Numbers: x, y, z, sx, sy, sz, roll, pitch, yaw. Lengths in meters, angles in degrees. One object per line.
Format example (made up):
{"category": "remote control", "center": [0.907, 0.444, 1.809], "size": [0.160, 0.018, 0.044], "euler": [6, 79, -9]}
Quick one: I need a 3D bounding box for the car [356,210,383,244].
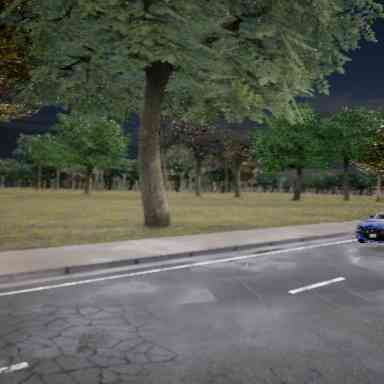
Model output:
{"category": "car", "center": [9.034, 1.426, 14.318], "size": [5.008, 1.535, 1.882], "euler": [0, 1, -36]}
